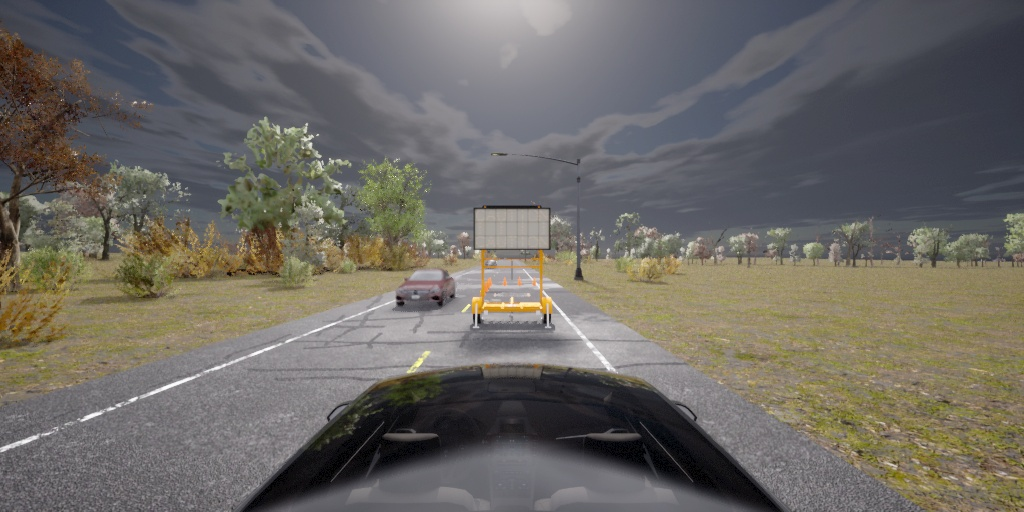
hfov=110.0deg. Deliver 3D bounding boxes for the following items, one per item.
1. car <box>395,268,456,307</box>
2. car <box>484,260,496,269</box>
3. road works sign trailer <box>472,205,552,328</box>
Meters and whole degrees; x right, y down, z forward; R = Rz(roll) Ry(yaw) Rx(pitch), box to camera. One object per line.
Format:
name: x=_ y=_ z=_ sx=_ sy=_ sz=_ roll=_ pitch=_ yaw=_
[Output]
car: x=-3.598 y=1.278 z=15.718 sx=1.812 sy=1.442 sz=4.674 roll=0 pitch=0 yaw=0
car: x=-3.576 y=1.275 z=58.684 sx=2.128 sy=1.511 sz=4.902 roll=0 pitch=0 yaw=0
road works sign trailer: x=0.002 y=0.216 z=11.344 sx=2.380 sy=3.560 sz=2.880 roll=0 pitch=0 yaw=0
